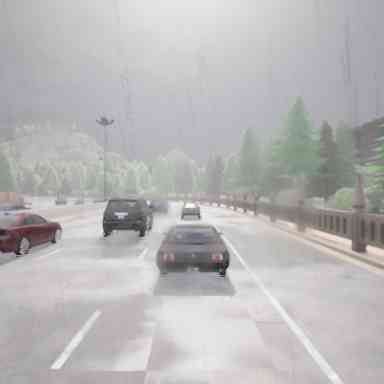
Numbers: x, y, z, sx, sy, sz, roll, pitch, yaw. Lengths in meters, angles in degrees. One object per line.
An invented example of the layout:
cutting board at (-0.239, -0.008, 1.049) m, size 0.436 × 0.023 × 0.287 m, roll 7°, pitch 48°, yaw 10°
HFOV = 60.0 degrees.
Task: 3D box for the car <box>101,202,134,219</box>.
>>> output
car at (-7.097, 1.732, 32.364) m, size 2.033 × 1.411 × 5.357 m, roll 0°, pitch 0°, yaw 0°

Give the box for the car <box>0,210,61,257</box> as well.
car at (-6.985, 1.556, 13.429) m, size 1.882 × 1.535 × 5.008 m, roll 0°, pitch 0°, yaw 0°

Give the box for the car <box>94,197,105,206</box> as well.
car at (-18.279, 1.864, 65.649) m, size 1.882 × 1.535 × 5.008 m, roll 0°, pitch 0°, yaw -16°

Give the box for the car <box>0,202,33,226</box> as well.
car at (-14.258, 1.626, 25.451) m, size 1.882 × 1.535 × 5.008 m, roll 0°, pitch 0°, yaw 0°

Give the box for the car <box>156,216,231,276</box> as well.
car at (0.026, 1.661, 10.502) m, size 1.895 × 1.301 × 4.718 m, roll 0°, pitch 0°, yaw 0°

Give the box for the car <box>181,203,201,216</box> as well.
car at (-0.096, 1.729, 32.323) m, size 2.033 × 1.411 × 5.357 m, roll 0°, pitch 0°, yaw 0°

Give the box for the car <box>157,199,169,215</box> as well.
car at (-3.647, 1.560, 36.608) m, size 2.097 × 1.767 × 4.553 m, roll 0°, pitch 0°, yaw -1°

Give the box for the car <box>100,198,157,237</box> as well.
car at (-3.520, 1.333, 19.084) m, size 2.150 × 2.045 × 5.566 m, roll 0°, pitch 0°, yaw 0°
